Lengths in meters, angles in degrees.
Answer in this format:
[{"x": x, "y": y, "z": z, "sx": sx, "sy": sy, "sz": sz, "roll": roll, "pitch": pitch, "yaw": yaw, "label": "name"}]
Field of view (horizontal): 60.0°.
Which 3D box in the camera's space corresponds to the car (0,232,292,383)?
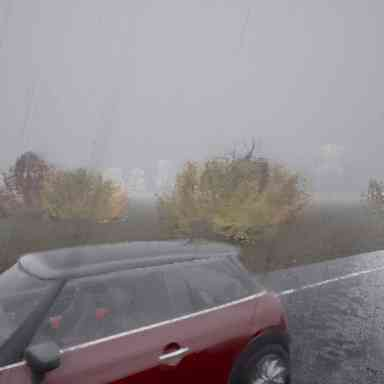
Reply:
[{"x": -1.161, "y": 1.355, "z": 3.160, "sx": 4.553, "sy": 1.767, "sz": 2.097, "roll": 0, "pitch": 0, "yaw": -35, "label": "car"}]
